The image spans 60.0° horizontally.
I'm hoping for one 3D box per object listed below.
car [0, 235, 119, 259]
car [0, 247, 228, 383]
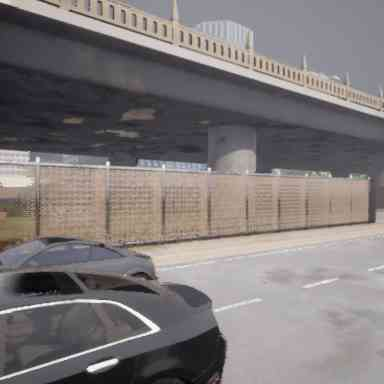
[{"bbox_3d":[-2.741,1.569,6.331,4.181,1.385,1.994,0,0,-35],"label":"car"},{"bbox_3d":[-1.914,1.504,2.623,4.892,1.490,1.837,0,0,-35],"label":"car"}]
